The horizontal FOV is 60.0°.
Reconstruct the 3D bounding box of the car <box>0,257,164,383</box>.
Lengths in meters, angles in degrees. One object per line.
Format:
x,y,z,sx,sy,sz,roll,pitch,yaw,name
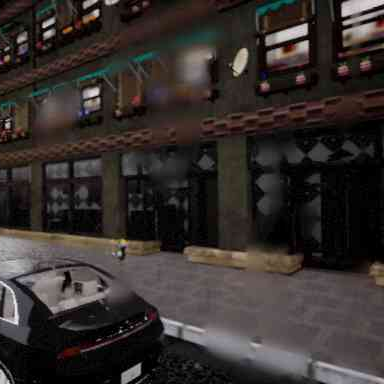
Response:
-2.381,1.594,4.580,4.403,1.369,2.008,-1,-1,36,car
